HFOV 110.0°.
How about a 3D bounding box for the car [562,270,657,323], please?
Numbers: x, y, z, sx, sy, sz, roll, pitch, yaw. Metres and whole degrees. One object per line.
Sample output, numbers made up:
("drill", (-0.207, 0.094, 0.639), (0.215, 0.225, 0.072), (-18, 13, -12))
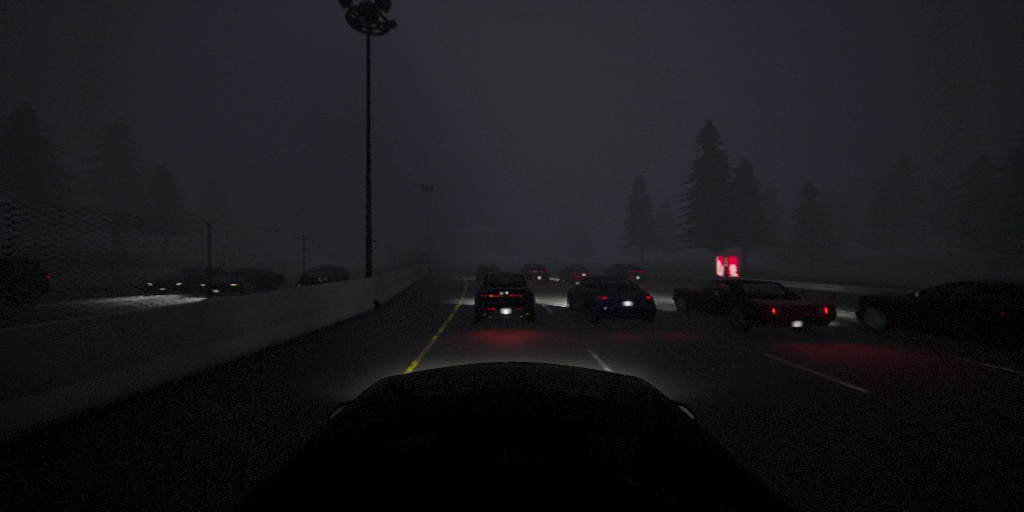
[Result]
("car", (3.202, 1.338, 12.247), (1.994, 1.385, 4.181), (0, 0, -3))

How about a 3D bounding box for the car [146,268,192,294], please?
("car", (-18.743, 1.394, 21.575), (2.033, 1.411, 5.357), (0, 0, -6))

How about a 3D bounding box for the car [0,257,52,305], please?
("car", (-21.565, 1.052, 13.625), (2.150, 2.045, 5.566), (0, 0, -3))

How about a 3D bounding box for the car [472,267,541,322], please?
("car", (-0.299, 1.287, 12.374), (1.837, 1.490, 4.892), (0, 0, -3))

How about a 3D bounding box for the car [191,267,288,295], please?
("car", (-15.112, 1.384, 20.634), (2.033, 1.411, 5.357), (0, 0, -6))

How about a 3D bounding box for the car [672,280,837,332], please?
("car", (6.805, 1.364, 10.890), (1.895, 1.301, 4.718), (0, 0, -3))

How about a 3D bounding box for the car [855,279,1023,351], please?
("car", (10.408, 1.224, 7.757), (1.882, 1.535, 5.008), (0, 0, -2))

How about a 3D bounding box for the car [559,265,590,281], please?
("car", (5.141, 1.384, 28.965), (1.994, 1.385, 4.181), (0, 0, -7))

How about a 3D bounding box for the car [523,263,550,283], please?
("car", (1.676, 1.330, 28.523), (1.837, 1.490, 4.892), (0, 0, -7))

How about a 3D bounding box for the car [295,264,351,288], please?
("car", (-11.884, 1.314, 22.866), (1.882, 1.535, 5.008), (0, 0, -7))

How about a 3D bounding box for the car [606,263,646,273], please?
("car", (8.771, 1.315, 28.235), (1.837, 1.490, 4.892), (0, 0, -7))

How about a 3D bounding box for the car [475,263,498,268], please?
("car", (-2.073, 1.315, 30.145), (1.882, 1.535, 5.008), (0, 0, -8))

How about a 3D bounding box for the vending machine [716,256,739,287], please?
("vending machine", (14.316, 0.981, 23.835), (1.100, 2.100, 0.880), (0, 0, -6))
